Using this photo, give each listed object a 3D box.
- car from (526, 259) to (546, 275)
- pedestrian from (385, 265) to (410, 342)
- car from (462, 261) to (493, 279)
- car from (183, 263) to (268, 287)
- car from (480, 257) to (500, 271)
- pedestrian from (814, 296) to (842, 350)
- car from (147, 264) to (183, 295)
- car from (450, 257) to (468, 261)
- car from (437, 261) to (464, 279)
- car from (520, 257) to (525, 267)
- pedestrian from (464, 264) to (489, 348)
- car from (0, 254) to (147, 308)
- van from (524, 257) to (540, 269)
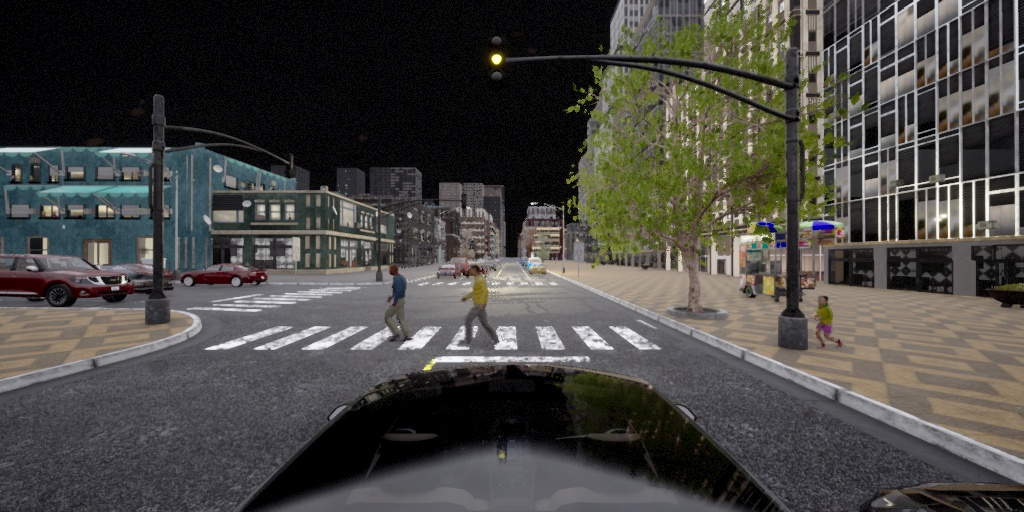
[{"bbox_3d":[2.718,1.278,38.270,1.751,1.417,4.829,0,0,0],"label":"car"},{"bbox_3d":[-2.658,1.044,8.245,0.375,1.860,0.375,0,0,0],"label":"pedestrian"},{"bbox_3d":[-3.074,1.353,32.478,1.895,1.301,4.718,0,0,0],"label":"car"},{"bbox_3d":[-17.262,1.121,21.552,4.507,1.381,1.888,0,0,-1],"label":"car"},{"bbox_3d":[-3.055,1.258,49.280,1.837,1.490,4.892,0,0,0],"label":"car"},{"bbox_3d":[6.161,1.272,7.037,0.500,1.100,0.500,0,0,0],"label":"pedestrian"},{"bbox_3d":[-18.228,1.082,15.751,5.357,1.411,2.033,1,0,-1],"label":"car"},{"bbox_3d":[-5.662,1.067,38.104,2.192,1.841,5.009,0,0,0],"label":"car"},{"bbox_3d":[-5.666,1.334,32.553,1.802,1.307,4.207,0,0,0],"label":"car"},{"bbox_3d":[2.730,1.305,54.753,2.007,1.370,4.403,0,0,0],"label":"car"},{"bbox_3d":[-0.764,1.044,7.757,0.375,1.860,0.375,0,0,0],"label":"pedestrian"},{"bbox_3d":[-17.150,0.849,13.173,5.009,1.841,2.192,0,0,-1],"label":"car"},{"bbox_3d":[2.722,1.094,43.651,1.690,1.789,3.998,0,0,0],"label":"van"}]
